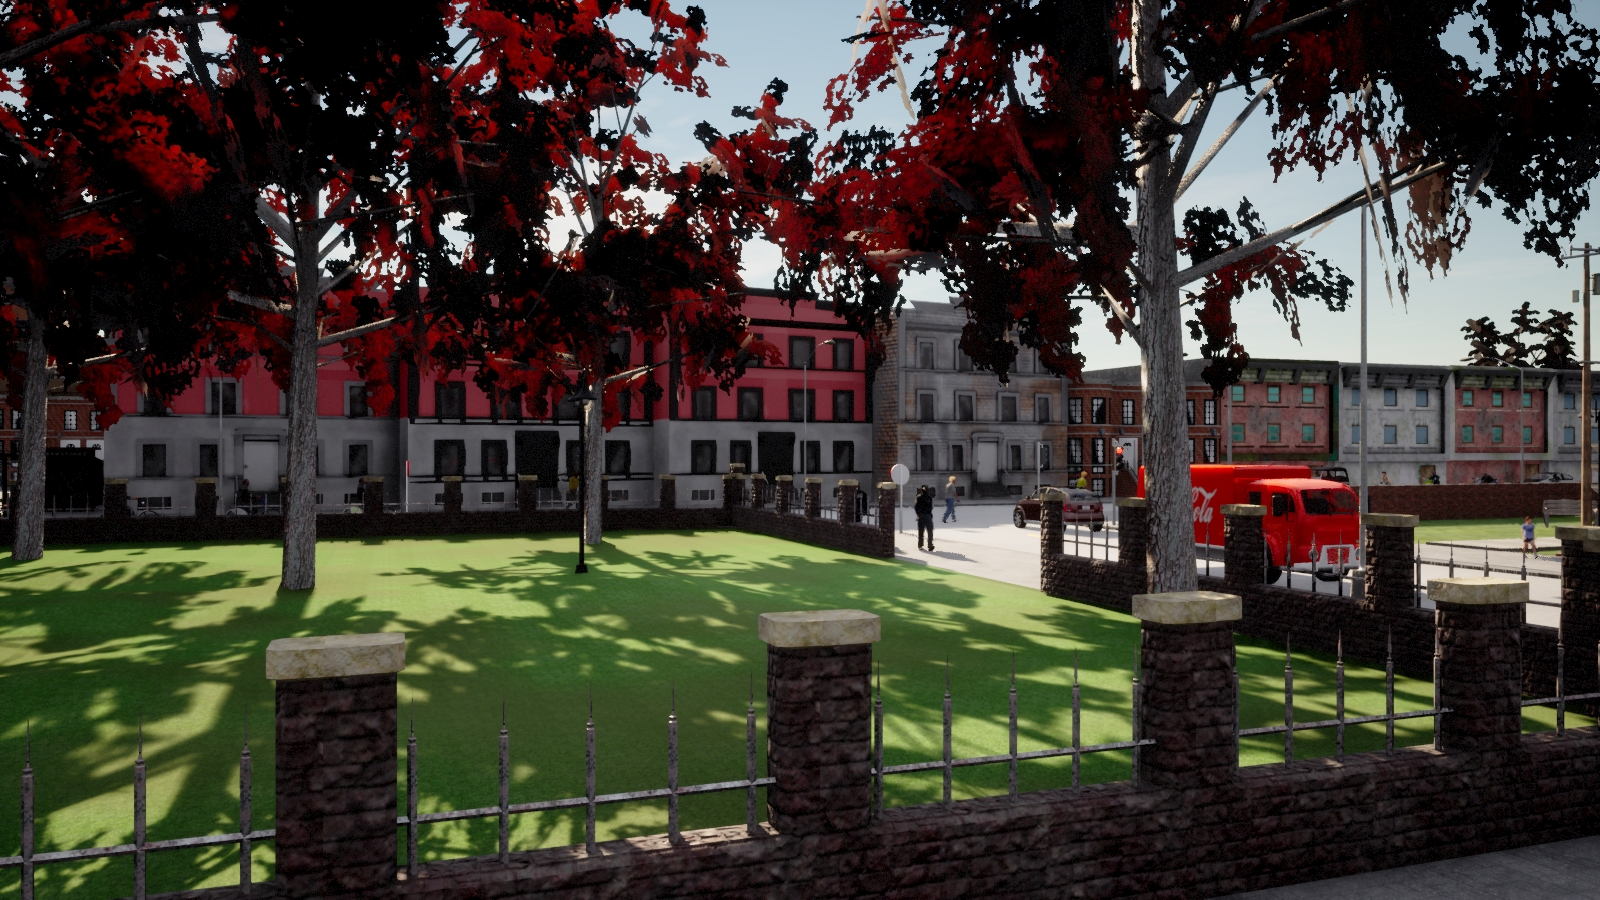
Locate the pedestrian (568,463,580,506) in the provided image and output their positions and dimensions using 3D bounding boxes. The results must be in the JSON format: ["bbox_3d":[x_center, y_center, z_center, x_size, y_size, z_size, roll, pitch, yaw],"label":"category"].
[{"bbox_3d":[-9.986,1.524,50.549,0.375,1.860,0.375,0,0,35],"label":"pedestrian"}]

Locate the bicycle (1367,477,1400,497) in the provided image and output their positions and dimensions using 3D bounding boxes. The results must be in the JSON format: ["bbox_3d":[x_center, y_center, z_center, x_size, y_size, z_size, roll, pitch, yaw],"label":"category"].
[{"bbox_3d":[32.543,2.036,63.766,1.487,1.080,0.859,0,0,-20],"label":"bicycle"}]

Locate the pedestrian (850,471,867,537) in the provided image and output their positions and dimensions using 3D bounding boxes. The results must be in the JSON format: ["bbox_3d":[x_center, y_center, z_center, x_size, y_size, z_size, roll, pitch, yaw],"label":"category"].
[{"bbox_3d":[1.675,1.525,32.631,0.375,1.860,0.375,0,0,-22],"label":"pedestrian"}]

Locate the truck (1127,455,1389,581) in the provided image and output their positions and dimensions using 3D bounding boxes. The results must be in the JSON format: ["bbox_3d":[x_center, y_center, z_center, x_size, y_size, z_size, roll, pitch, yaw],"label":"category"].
[{"bbox_3d":[9.964,1.348,25.442,2.627,2.467,5.204,0,0,-20],"label":"truck"}]

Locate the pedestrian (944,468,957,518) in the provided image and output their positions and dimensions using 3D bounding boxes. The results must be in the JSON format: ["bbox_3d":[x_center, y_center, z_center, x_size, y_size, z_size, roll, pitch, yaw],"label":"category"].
[{"bbox_3d":[5.711,1.628,43.296,0.375,1.860,0.375,0,0,-16],"label":"pedestrian"}]

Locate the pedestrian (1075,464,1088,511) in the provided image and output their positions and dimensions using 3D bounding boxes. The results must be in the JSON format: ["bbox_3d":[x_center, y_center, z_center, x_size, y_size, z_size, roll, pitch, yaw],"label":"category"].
[{"bbox_3d":[11.368,1.517,46.070,0.375,1.860,0.375,0,0,-15],"label":"pedestrian"}]

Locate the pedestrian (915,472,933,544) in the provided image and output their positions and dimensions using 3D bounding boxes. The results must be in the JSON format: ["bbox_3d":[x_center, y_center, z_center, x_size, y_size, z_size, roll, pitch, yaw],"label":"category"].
[{"bbox_3d":[3.268,1.525,30.116,0.375,1.860,0.375,0,0,-11],"label":"pedestrian"}]

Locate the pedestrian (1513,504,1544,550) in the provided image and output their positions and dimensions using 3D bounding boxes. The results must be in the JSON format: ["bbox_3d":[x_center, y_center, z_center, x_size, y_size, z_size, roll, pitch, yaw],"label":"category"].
[{"bbox_3d":[18.008,1.904,28.261,0.500,1.100,0.500,0,0,11],"label":"pedestrian"}]

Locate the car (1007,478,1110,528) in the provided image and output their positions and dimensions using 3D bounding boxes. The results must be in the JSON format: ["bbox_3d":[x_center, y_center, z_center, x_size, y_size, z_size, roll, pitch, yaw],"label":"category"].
[{"bbox_3d":[8.968,1.806,39.897,1.789,1.549,3.705,0,0,-20],"label":"car"}]

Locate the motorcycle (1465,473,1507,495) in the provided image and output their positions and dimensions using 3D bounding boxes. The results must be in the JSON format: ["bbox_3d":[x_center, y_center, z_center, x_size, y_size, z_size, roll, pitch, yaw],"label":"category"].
[{"bbox_3d":[39.853,1.985,66.375,2.209,1.251,0.867,0,0,-20],"label":"motorcycle"}]

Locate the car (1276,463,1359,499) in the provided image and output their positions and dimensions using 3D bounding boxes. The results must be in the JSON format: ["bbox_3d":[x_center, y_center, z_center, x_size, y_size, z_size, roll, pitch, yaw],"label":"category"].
[{"bbox_3d":[28.140,1.638,62.162,3.866,1.878,1.905,0,0,-20],"label":"car"}]

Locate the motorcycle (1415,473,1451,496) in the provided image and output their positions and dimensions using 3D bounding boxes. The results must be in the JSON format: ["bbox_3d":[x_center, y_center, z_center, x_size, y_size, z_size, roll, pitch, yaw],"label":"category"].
[{"bbox_3d":[36.002,1.962,64.979,1.805,1.236,0.856,0,0,-20],"label":"motorcycle"}]
